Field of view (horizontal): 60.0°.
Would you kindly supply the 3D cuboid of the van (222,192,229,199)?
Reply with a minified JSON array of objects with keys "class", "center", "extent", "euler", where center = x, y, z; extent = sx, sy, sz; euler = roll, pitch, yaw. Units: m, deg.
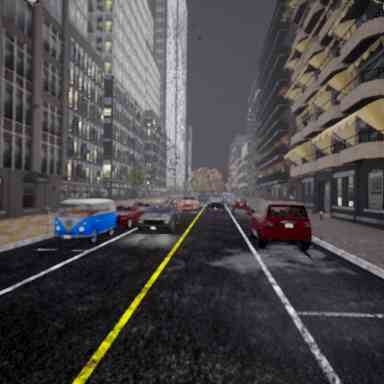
[{"class":"van","center":[9.402,1.022,93.397],"extent":[1.690,1.788,3.998],"euler":[2,0,4]}]

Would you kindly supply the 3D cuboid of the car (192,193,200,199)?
[{"class":"car","center":[1.041,1.012,93.996],"extent":[1.967,1.590,4.097],"euler":[2,0,4]}]

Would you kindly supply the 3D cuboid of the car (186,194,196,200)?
[{"class":"car","center":[-0.189,1.201,77.069],"extent":[1.947,1.339,4.313],"euler":[2,0,4]}]

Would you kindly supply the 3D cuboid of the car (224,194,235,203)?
[{"class":"car","center":[7.355,1.226,65.185],"extent":[1.967,1.590,4.097],"euler":[2,0,4]}]

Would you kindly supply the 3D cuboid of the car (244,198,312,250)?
[{"class":"car","center":[3.678,1.293,14.401],"extent":[2.192,1.841,5.009],"euler":[2,0,4]}]

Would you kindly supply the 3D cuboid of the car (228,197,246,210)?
[{"class":"car","center":[5.716,1.437,42.615],"extent":[1.947,1.339,4.313],"euler":[2,0,4]}]

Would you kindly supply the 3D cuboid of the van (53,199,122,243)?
[{"class":"van","center":[-4.681,1.211,15.000],"extent":[1.690,1.788,3.998],"euler":[2,0,4]}]

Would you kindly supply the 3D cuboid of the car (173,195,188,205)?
[{"class":"car","center":[-1.824,1.265,54.499],"extent":[1.887,1.381,4.507],"euler":[2,0,4]}]

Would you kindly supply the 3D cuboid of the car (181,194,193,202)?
[{"class":"car","center":[-1.006,1.229,65.784],"extent":[2.008,1.369,4.403],"euler":[2,0,4]}]

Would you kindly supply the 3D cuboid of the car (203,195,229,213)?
[{"class":"car","center":[2.474,1.361,34.478],"extent":[2.128,1.511,4.902],"euler":[1,0,5]}]

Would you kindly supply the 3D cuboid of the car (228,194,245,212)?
[{"class":"car","center":[5.310,1.333,36.972],"extent":[1.967,1.590,4.097],"euler":[2,0,4]}]

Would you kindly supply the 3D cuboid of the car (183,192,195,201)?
[{"class":"car","center":[-0.591,0.972,71.425],"extent":[2.192,1.841,5.009],"euler":[2,0,4]}]

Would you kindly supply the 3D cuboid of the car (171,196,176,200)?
[{"class":"car","center":[-2.639,1.203,43.213],"extent":[1.967,1.590,4.097],"euler":[2,0,4]}]

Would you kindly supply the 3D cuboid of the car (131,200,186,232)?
[{"class":"car","center":[-1.773,1.433,19.507],"extent":[2.033,1.411,5.357],"euler":[1,0,4]}]

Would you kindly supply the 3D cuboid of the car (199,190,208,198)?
[{"class":"car","center":[2.458,0.616,76.437],"extent":[2.150,2.045,5.566],"euler":[1,0,4]}]

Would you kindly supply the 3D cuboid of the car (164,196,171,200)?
[{"class":"car","center":[-3.471,1.332,31.760],"extent":[1.752,1.417,4.829],"euler":[2,0,4]}]

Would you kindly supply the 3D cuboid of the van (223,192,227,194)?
[{"class":"van","center":[6.949,1.148,59.542],"extent":[1.690,1.788,3.998],"euler":[2,0,4]}]

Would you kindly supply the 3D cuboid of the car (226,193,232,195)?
[{"class":"car","center":[6.547,1.353,54.070],"extent":[1.752,1.417,4.829],"euler":[2,0,4]}]

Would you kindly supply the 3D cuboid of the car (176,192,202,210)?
[{"class":"car","center":[-0.300,1.208,38.454],"extent":[2.097,1.767,4.553],"euler":[1,0,4]}]

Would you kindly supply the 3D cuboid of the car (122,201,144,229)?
[{"class":"car","center":[-4.277,1.393,20.644],"extent":[1.887,1.381,4.507],"euler":[2,0,4]}]
